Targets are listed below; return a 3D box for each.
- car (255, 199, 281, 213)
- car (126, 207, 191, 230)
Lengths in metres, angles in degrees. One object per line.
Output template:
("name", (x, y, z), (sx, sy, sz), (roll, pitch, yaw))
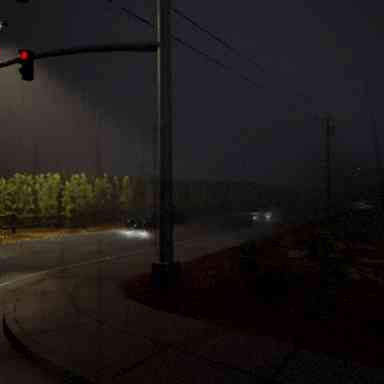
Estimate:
("car", (9.407, 1.675, 41.138), (1.882, 1.535, 5.008), (-1, -1, 33))
("car", (-2.151, 1.734, 23.127), (2.033, 1.411, 5.357), (-1, 0, 33))
